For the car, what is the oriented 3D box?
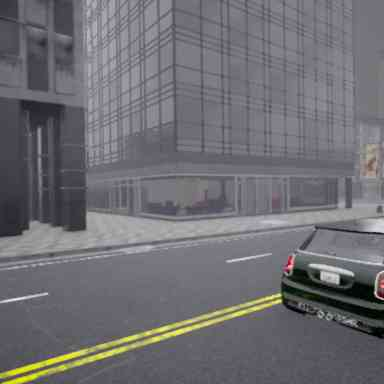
[{"bbox_3d":[3.797,1.275,6.197,4.553,1.767,2.097,-1,0,-35],"label":"car"}]
